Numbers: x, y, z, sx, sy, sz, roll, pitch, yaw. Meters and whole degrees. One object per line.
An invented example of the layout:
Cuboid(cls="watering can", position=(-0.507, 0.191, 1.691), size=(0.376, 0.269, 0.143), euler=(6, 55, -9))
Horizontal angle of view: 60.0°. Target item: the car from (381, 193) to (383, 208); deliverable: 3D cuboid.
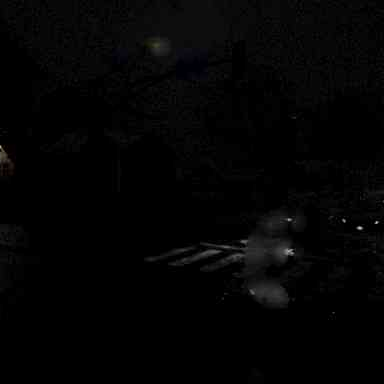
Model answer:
Cuboid(cls="car", position=(21.179, 0.878, 34.963), size=(1.812, 1.442, 4.674), euler=(1, 1, 35))

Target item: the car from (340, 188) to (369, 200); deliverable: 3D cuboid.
Cuboid(cls="car", position=(17.069, 0.578, 34.723), size=(2.150, 2.045, 5.566), euler=(1, 1, 35))

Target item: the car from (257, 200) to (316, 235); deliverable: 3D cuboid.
Cuboid(cls="car", position=(4.946, 1.186, 17.041), size=(2.128, 1.511, 4.902), euler=(1, 2, 34))

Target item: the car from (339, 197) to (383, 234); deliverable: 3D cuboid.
Cuboid(cls="car", position=(9.255, 1.234, 17.584), size=(2.033, 1.411, 5.357), euler=(1, 1, 34))
